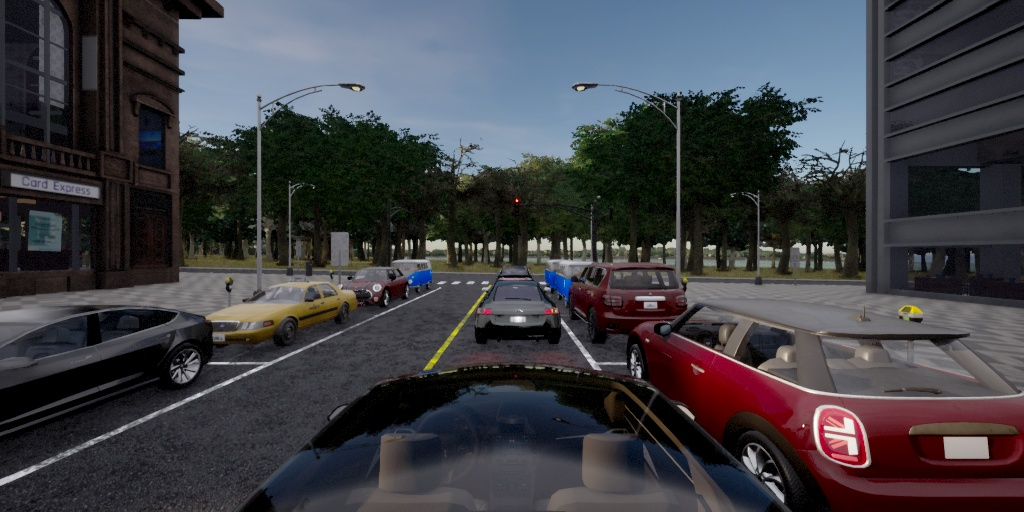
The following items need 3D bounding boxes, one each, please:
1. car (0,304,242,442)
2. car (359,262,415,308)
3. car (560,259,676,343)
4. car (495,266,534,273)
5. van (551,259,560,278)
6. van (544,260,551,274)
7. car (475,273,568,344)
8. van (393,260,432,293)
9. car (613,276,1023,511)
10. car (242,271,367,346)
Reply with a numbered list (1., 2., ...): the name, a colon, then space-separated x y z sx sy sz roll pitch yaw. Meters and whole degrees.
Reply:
1. car: -5.758 1.316 4.138 1.948 1.339 4.313 0 0 0
2. car: -5.735 1.191 15.013 1.967 1.591 4.097 0 0 0
3. car: 2.779 1.065 9.558 2.192 1.841 5.009 0 0 0
4. car: 0.136 1.243 18.488 2.128 1.511 4.902 0 0 0
5. van: 2.790 1.092 14.995 1.690 1.789 3.998 0 0 0
6. van: 2.802 1.092 20.433 1.690 1.789 3.998 0 0 0
7. car: 0.121 1.314 9.607 1.994 1.385 4.181 0 0 0
8. van: -5.723 1.092 20.451 1.690 1.789 3.998 0 0 0
9. car: 2.767 1.190 4.120 1.967 1.591 4.097 0 0 0
10. car: -5.747 1.275 9.406 1.751 1.417 4.829 0 0 0
